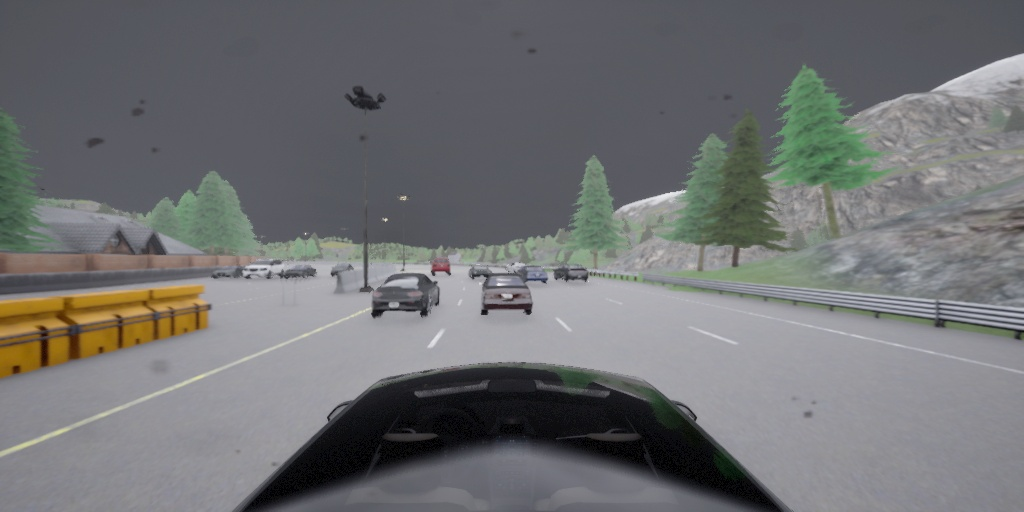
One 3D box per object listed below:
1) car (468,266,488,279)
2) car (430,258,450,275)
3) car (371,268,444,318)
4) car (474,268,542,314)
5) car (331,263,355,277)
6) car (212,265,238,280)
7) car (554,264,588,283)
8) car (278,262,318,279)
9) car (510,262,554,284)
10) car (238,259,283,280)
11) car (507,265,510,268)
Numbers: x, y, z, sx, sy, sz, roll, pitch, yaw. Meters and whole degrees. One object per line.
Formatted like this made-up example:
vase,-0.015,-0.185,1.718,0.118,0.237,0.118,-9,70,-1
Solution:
car,-3.253,1.587,35.361,1.895,1.301,4.718,0,0,-12
car,-9.067,1.297,45.206,2.150,2.045,5.566,0,0,-16
car,-3.845,1.369,13.478,1.812,1.442,4.674,0,0,-4
car,-0.331,1.382,14.211,2.033,1.411,5.357,0,0,-5
car,-19.048,1.591,40.518,1.837,1.490,4.892,0,-1,-14
car,-29.025,1.666,37.144,1.994,1.385,4.181,0,0,-14
car,4.854,1.411,30.217,2.128,1.511,4.902,0,0,-9
car,-21.774,1.620,37.109,2.033,1.411,5.357,0,0,-13
car,1.476,1.472,28.937,2.033,1.411,5.357,0,0,-9
car,-25.333,1.307,36.900,2.150,2.045,5.566,0,0,-14
car,0.691,1.586,49.151,1.812,1.442,4.674,0,0,-16
